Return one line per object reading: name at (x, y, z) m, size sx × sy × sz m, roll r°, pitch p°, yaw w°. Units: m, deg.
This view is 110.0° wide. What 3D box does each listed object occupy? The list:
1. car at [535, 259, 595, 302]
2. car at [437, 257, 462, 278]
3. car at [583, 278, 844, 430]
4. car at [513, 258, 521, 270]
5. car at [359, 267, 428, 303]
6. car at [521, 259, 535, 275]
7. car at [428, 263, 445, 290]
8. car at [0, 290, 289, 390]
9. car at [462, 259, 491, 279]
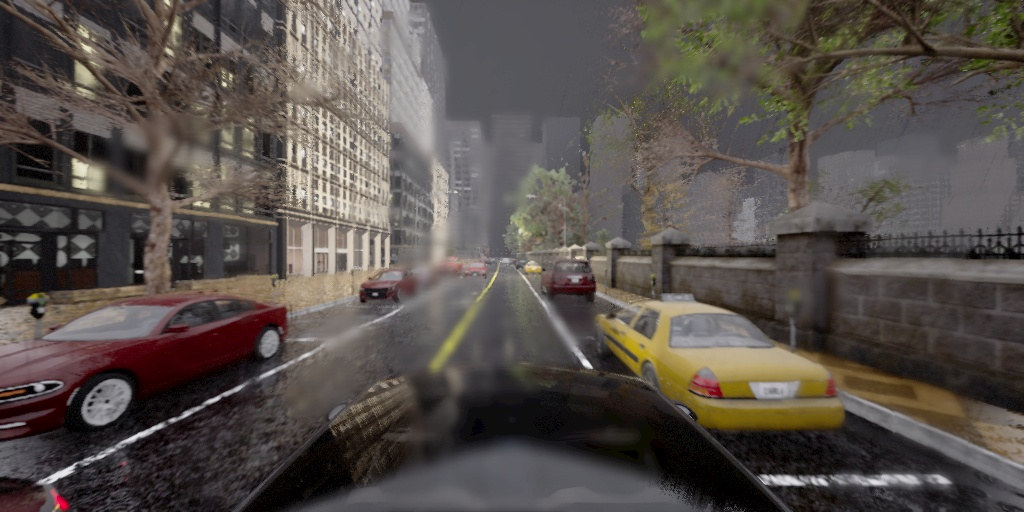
car at (2.509, 1.060, 16.748) m, size 2.192 × 1.841 × 5.009 m, roll 0°, pitch 0°, yaw 0°
car at (-5.717, 1.056, 33.305) m, size 2.192 × 1.841 × 5.009 m, roll 0°, pitch 0°, yaw -1°
car at (2.563, 1.274, 5.821) m, size 1.751 × 1.417 × 4.829 m, roll 0°, pitch 0°, yaw 0°
car at (1.532, 1.249, 53.485) m, size 1.812 × 1.442 × 4.674 m, roll 0°, pitch 0°, yaw -2°
car at (-5.515, 1.293, 16.662) m, size 1.888 × 1.381 × 4.507 m, roll 0°, pitch 0°, yaw 0°
car at (2.204, 1.260, 39.107) m, size 1.751 × 1.417 × 4.829 m, roll 0°, pitch 0°, yaw -1°
car at (-5.568, 1.328, 22.211) m, size 1.802 × 1.307 × 4.207 m, roll 0°, pitch 0°, yaw -1°
car at (-5.462, 1.297, 5.566) m, size 1.888 × 1.381 × 4.507 m, roll 0°, pitch 0°, yaw 0°
car at (-3.087, 1.266, 31.974) m, size 1.812 × 1.442 × 4.674 m, roll 0°, pitch 0°, yaw -1°
